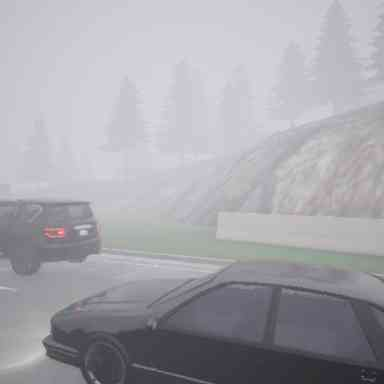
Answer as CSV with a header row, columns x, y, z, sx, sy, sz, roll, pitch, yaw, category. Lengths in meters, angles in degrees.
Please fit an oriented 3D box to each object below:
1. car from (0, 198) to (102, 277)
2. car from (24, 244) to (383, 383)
x,y,z,sx,sy,sz,roll,pitch,yaw,category
-5.431,1.225,10.379,5.566,2.045,2.150,0,0,25,car
0.908,1.547,3.776,5.357,1.411,2.033,0,0,24,car
